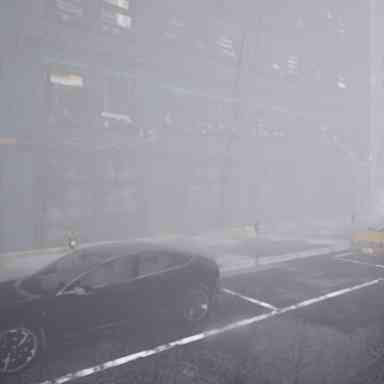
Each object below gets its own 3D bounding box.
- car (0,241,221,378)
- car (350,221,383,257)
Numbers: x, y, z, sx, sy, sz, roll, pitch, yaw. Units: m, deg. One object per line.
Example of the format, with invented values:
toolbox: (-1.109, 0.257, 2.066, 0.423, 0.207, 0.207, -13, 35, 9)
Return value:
car: (-1.445, 1.568, 5.541, 4.313, 1.339, 1.947, 0, -1, -35)
car: (7.508, 1.538, 11.919, 4.829, 1.417, 1.752, 0, -1, -35)
